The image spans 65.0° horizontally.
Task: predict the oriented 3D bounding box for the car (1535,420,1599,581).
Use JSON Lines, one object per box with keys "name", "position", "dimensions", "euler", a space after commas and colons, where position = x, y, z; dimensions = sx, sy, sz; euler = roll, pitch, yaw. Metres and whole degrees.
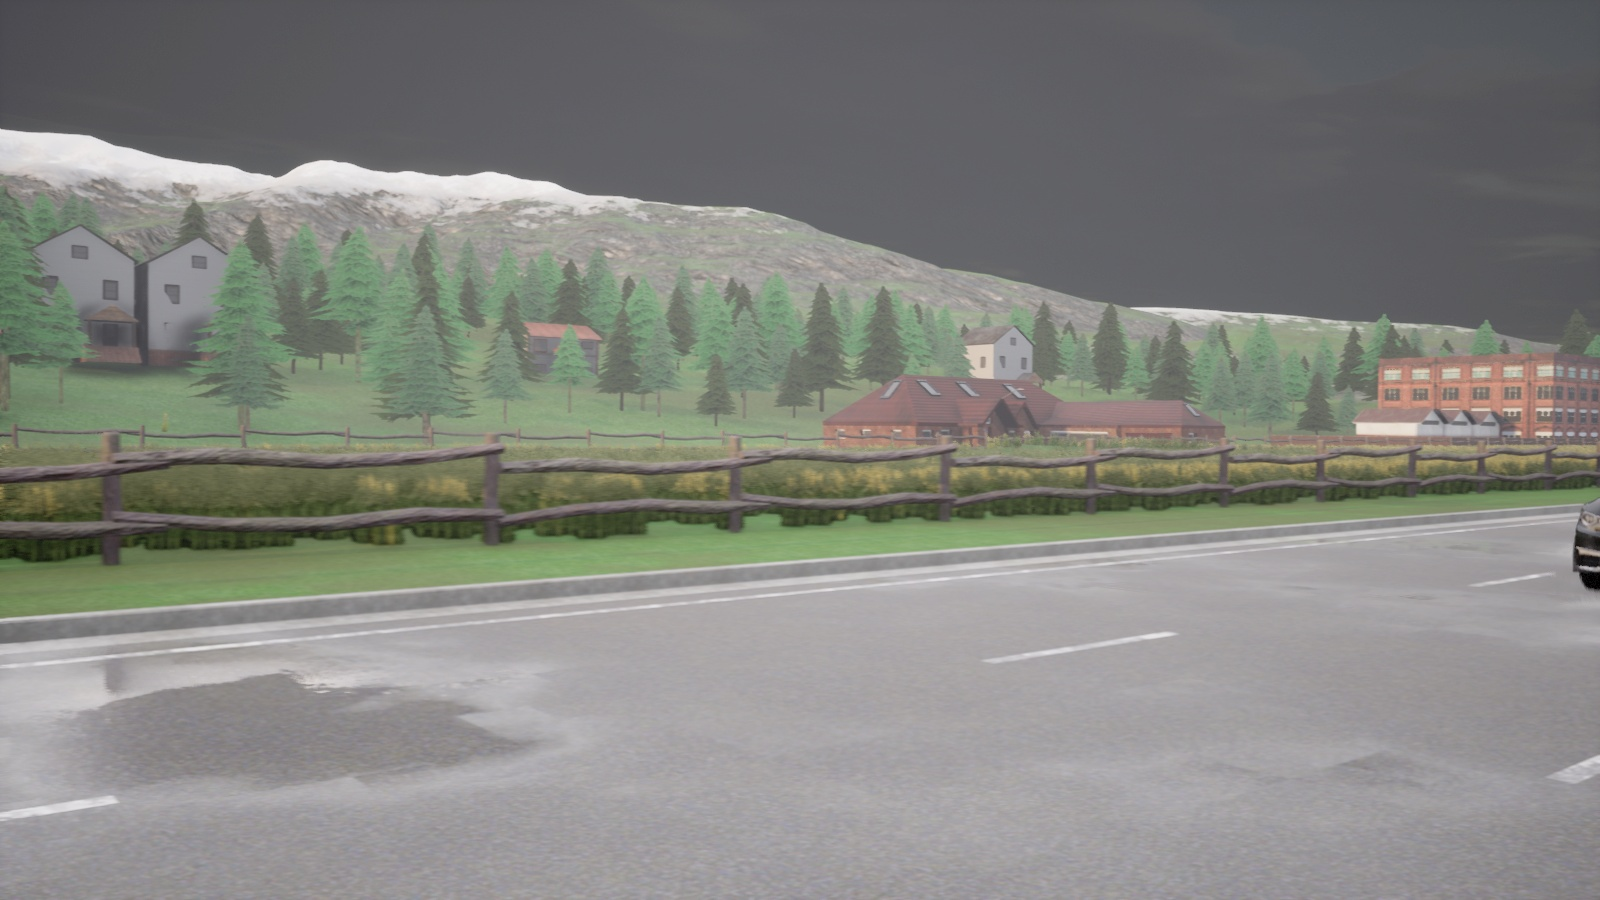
{"name": "car", "position": [9.722, 0.435, 12.912], "dimensions": [4.902, 1.511, 2.128], "euler": [-1, 1, -39]}
